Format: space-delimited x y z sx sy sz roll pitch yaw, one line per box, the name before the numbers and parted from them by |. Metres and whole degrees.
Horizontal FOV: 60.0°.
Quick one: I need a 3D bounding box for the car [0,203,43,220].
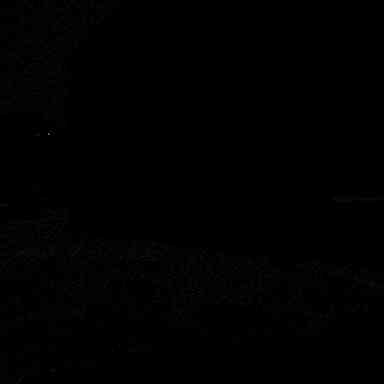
car | -14.826 1.575 27.341 1.752 1.417 4.829 -1 -1 36
